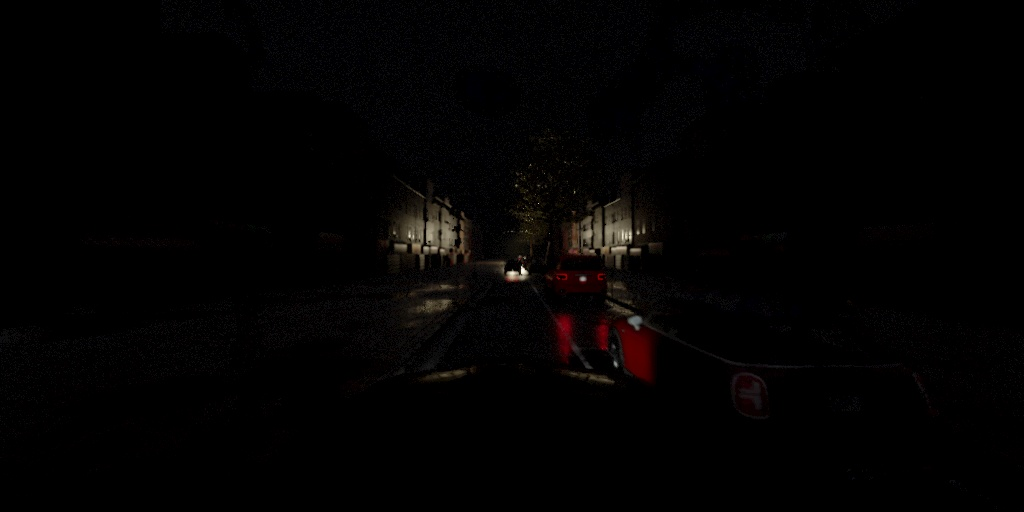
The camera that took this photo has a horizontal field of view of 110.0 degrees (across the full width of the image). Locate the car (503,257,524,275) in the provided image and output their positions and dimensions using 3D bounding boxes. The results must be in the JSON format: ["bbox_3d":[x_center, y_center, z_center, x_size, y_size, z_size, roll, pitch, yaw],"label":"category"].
[{"bbox_3d":[0.077,1.211,39.399,1.837,1.490,4.892,0,0,0],"label":"car"}]

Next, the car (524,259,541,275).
[{"bbox_3d":[2.644,1.277,38.062,1.948,1.339,4.313,0,0,0],"label":"car"}]

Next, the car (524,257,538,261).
[{"bbox_3d":[2.645,1.217,43.778,1.751,1.417,4.829,0,0,0],"label":"car"}]

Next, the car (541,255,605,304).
[{"bbox_3d":[2.752,0.979,16.583,2.150,2.045,5.566,0,0,0],"label":"car"}]

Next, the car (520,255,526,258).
[{"bbox_3d":[2.646,0.986,49.154,2.192,1.841,5.009,0,0,0],"label":"car"}]

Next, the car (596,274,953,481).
[{"bbox_3d":[2.637,1.192,4.778,1.967,1.591,4.097,0,0,0],"label":"car"}]
